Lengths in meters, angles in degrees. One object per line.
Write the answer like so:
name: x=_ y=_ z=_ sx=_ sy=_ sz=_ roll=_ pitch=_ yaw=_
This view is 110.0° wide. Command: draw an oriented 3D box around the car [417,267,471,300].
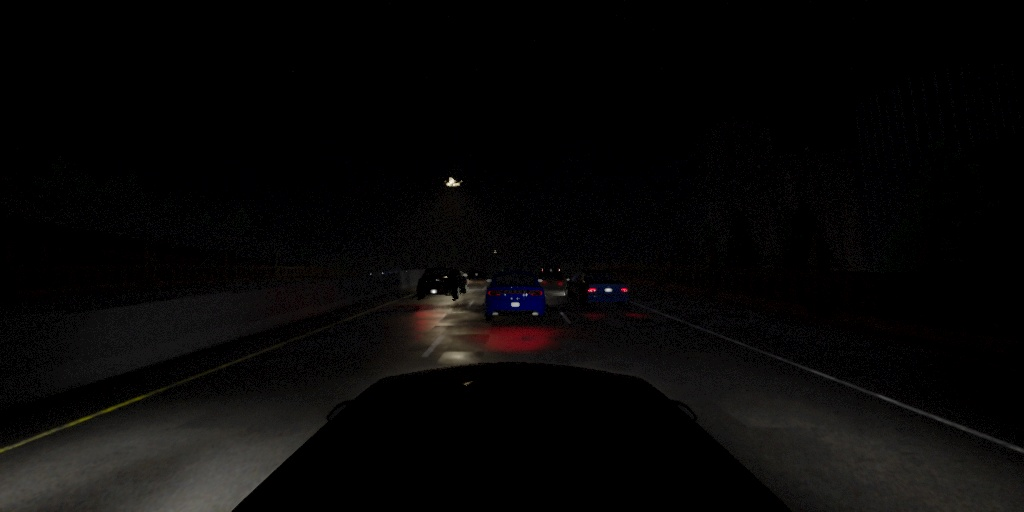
car: x=-3.403 y=1.291 z=18.036 sx=1.837 sy=1.490 sz=4.892 roll=0 pitch=0 yaw=0

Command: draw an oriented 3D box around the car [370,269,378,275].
car: x=-17.587 y=2.505 z=48.754 sx=2.097 sy=1.767 sz=4.553 roll=0 pitch=-6 yaw=0

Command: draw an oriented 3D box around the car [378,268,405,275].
car: x=-14.095 y=2.150 z=43.522 sx=1.882 sy=1.535 sz=5.008 roll=0 pitch=-5 yaw=0

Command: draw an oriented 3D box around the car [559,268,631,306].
car: x=3.597 y=1.329 z=15.881 sx=2.033 sy=1.411 sz=5.357 roll=0 pitch=0 yaw=0

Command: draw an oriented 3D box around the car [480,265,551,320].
car: x=0.098 y=1.252 z=12.826 sx=1.882 sy=1.535 sz=5.008 roll=0 pitch=0 yaw=0

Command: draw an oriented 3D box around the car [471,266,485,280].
car: x=-3.420 y=1.736 z=36.784 sx=1.812 sy=1.442 sz=4.674 roll=0 pitch=-3 yaw=0

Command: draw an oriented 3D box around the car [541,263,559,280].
car: x=3.594 y=1.477 z=35.158 sx=2.097 sy=1.767 sz=4.553 roll=0 pitch=-3 yaw=0

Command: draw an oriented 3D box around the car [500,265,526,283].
car: x=0.094 y=1.509 z=31.293 sx=2.033 sy=1.411 sz=5.357 roll=0 pitch=-2 yaw=0
